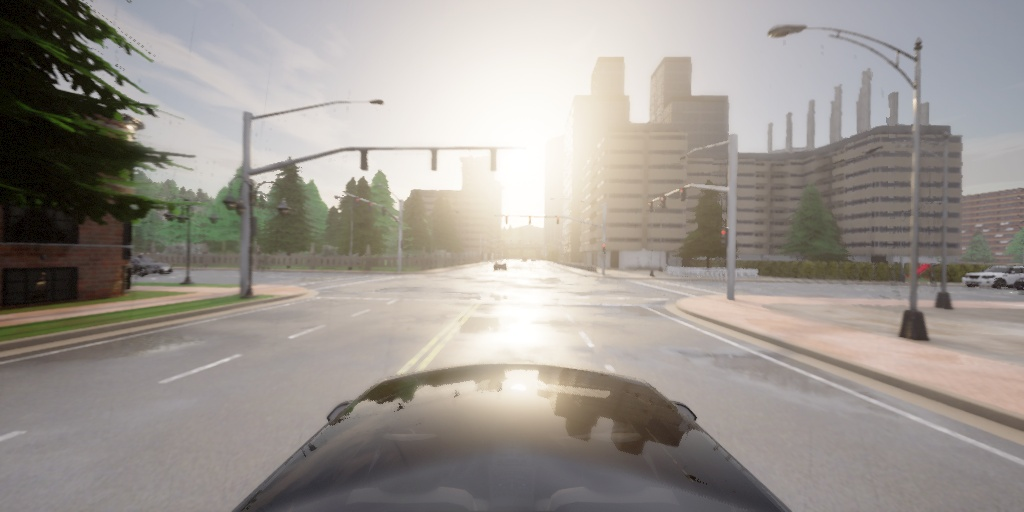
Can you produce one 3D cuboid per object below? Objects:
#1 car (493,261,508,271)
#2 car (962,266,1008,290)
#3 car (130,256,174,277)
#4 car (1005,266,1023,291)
[{"bbox_3d":[-1.607,1.402,50.108,1.895,1.301,4.718,1,0,2],"label":"car"},{"bbox_3d":[43.422,1.868,31.513,5.566,2.045,2.150,1,0,3],"label":"car"},{"bbox_3d":[-28.111,0.726,26.747,4.902,1.511,2.128,1,0,2],"label":"car"},{"bbox_3d":[42.594,1.978,28.039,4.553,1.767,2.097,1,0,2],"label":"car"}]
